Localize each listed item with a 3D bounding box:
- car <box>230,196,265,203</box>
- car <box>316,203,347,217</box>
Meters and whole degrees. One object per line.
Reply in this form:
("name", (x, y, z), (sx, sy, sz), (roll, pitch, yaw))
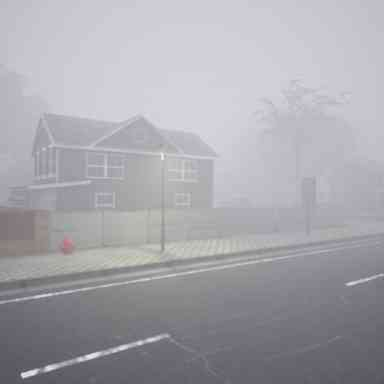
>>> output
("car", (6.949, 1.547, 40.841), (2.150, 2.045, 5.566), (1, 0, -35))
("car", (12.663, 1.800, 32.746), (2.128, 1.511, 4.902), (1, 0, -35))
